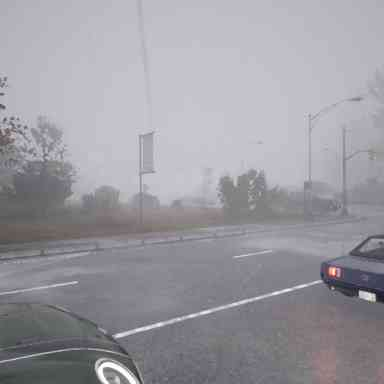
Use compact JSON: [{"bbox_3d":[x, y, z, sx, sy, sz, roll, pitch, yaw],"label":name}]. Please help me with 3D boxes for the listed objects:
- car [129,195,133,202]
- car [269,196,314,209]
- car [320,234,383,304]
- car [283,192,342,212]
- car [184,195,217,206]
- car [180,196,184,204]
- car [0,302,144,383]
[{"bbox_3d":[-10.327,1.297,63.561,2.128,1.511,4.902,-1,0,-38],"label":"car"},{"bbox_3d":[12.131,1.249,40.915,2.128,1.511,4.902,-1,0,-39],"label":"car"},{"bbox_3d":[4.969,1.573,7.276,4.718,1.301,1.895,0,0,-35],"label":"car"},{"bbox_3d":[12.605,1.006,34.710,2.150,2.045,5.566,-1,0,-39],"label":"car"},{"bbox_3d":[1.501,1.300,48.610,1.837,1.490,4.892,-1,0,-39],"label":"car"},{"bbox_3d":[-0.129,1.271,56.268,1.837,1.490,4.892,-1,0,-38],"label":"car"},{"bbox_3d":[-2.502,1.352,1.938,4.553,1.767,2.097,0,0,-36],"label":"car"}]
